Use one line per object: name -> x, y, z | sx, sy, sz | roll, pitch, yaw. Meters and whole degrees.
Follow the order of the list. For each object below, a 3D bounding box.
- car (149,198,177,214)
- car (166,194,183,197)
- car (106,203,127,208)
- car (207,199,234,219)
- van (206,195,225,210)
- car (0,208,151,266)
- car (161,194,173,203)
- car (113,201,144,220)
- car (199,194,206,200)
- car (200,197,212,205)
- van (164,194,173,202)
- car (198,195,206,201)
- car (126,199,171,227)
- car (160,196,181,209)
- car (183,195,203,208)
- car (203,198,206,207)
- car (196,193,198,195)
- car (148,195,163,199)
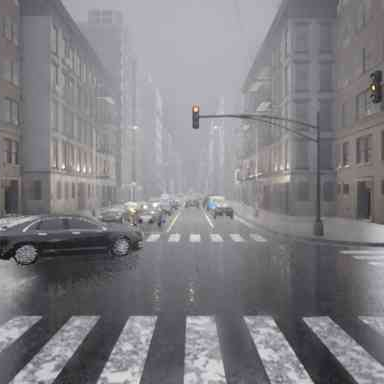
car -> -2.866, 1.564, 32.952 | 2.033, 1.411, 5.357 | 0, 0, 0
car -> -2.830, 1.505, 53.220 | 1.882, 1.535, 5.008 | 0, 0, 1
car -> -5.405, 1.563, 23.699 | 2.008, 1.369, 4.403 | 0, 0, 0
car -> 2.621, 1.565, 29.111 | 2.008, 1.369, 4.403 | 0, 0, 0
van -> 2.619, 1.358, 34.517 | 1.690, 1.788, 3.998 | 0, 0, 0
car -> -4.139, 1.499, 11.395 | 4.892, 1.490, 1.837 | 0, 1, -27
car -> -5.480, 1.353, 72.354 | 2.192, 1.841, 5.009 | 0, 0, 0
car -> -5.413, 1.540, 28.935 | 1.752, 1.417, 4.829 | 0, 0, 0
car -> 2.613, 1.341, 50.736 | 2.192, 1.841, 5.009 | 0, 0, 0
car -> 2.609, 1.583, 61.548 | 2.008, 1.369, 4.403 | 0, 0, 0
van -> -5.488, 1.382, 77.761 | 1.690, 1.788, 3.998 | 0, 0, 0
car -> 2.600, 1.612, 88.580 | 1.947, 1.339, 4.313 | 0, 0, 0
car -> -2.863, 1.503, 23.068 | 2.128, 1.511, 4.902 | 0, 0, 0
car -> -2.861, 1.586, 42.965 | 1.994, 1.385, 4.181 | 0, 0, 1
car -> 0.067, 1.515, 47.169 | 2.128, 1.511, 4.902 | 0, 0, 0
car -> 2.617, 1.602, 39.923 | 1.802, 1.307, 4.206 | 0, 0, 0
car -> 2.602, 1.588, 83.173 | 1.887, 1.381, 4.507 | 0, 0, 0
car -> -5.438, 1.463, 45.324 | 1.967, 1.590, 4.097 | 0, 0, 0
